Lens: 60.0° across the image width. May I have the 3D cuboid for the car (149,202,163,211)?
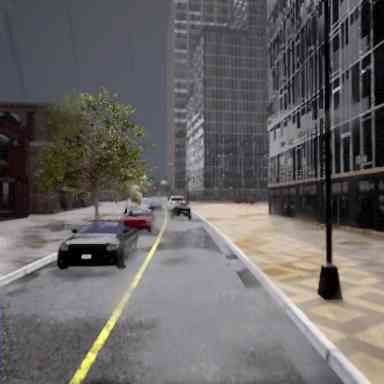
[{"bbox_3d":[-4.978,2.021,46.185,1.895,1.301,4.718,0,0,-5],"label":"car"}]

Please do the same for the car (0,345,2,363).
[{"bbox_3d":[-2.891,1.493,1.362,1.882,1.535,5.008,0,-1,0],"label":"car"}]

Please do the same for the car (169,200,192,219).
[{"bbox_3d":[-1.057,1.768,31.626,1.837,1.490,4.892,0,0,-4],"label":"car"}]

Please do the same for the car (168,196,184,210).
[{"bbox_3d":[-2.057,1.590,44.599,2.150,2.045,5.566,0,0,-5],"label":"car"}]

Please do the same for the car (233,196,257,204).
[{"bbox_3d":[11.328,1.771,71.353,5.009,1.841,2.192,0,-2,13],"label":"car"}]

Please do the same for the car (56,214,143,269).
[{"bbox_3d":[-3.033,1.661,11.420,1.994,1.385,4.181,0,0,-1],"label":"car"}]

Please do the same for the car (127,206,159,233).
[{"bbox_3d":[-3.363,1.779,21.341,1.895,1.301,4.718,0,0,-3],"label":"car"}]
